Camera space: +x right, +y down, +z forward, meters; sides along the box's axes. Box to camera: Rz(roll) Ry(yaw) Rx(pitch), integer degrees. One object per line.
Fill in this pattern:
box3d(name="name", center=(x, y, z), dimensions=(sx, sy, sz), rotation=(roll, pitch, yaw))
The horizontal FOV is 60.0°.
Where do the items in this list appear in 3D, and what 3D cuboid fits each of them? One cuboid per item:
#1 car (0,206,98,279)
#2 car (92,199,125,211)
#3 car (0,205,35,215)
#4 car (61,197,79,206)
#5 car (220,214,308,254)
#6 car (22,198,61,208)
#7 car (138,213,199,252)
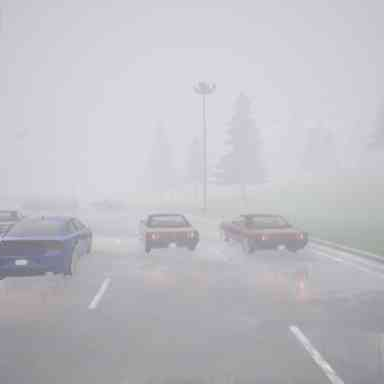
box3d(name="car", center=(-4.247, 1.429, 10.022), dimensions=(1.882, 1.535, 5.008), rotation=(0, 1, -8))
box3d(name="car", center=(-9.560, 1.392, 37.704), dimensions=(1.895, 1.301, 4.718), rotation=(0, 0, -41))
box3d(name="car", center=(-9.071, 1.533, 15.949), dimensions=(1.895, 1.301, 4.718), rotation=(0, 0, -17))
box3d(name="car", center=(-14.453, 1.337, 37.719), dimensions=(1.812, 1.442, 4.674), rotation=(0, 0, -45))
box3d(name="car", center=(2.521, 1.503, 13.031), dimensions=(1.895, 1.301, 4.718), rotation=(0, 0, -11))
box3d(name="car", center=(-16.084, 1.386, 34.736), dimensions=(2.033, 1.411, 5.357), rotation=(0, 0, -45))
box3d(name="car", center=(-1.138, 1.516, 13.509), dimensions=(1.895, 1.301, 4.718), rotation=(0, 0, -13))
